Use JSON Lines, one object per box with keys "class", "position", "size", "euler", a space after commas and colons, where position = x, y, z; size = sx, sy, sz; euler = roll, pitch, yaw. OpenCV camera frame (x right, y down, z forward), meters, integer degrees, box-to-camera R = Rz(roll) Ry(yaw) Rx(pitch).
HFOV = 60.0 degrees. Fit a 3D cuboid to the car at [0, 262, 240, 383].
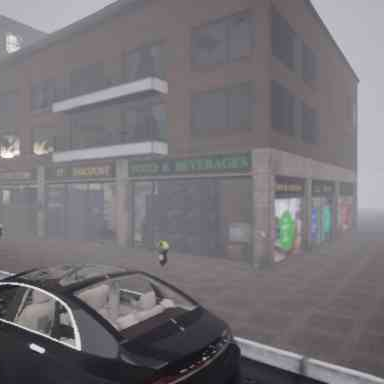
{"class": "car", "position": [-1.577, 1.551, 4.002], "size": [4.403, 1.369, 2.008], "euler": [0, 0, 36]}
